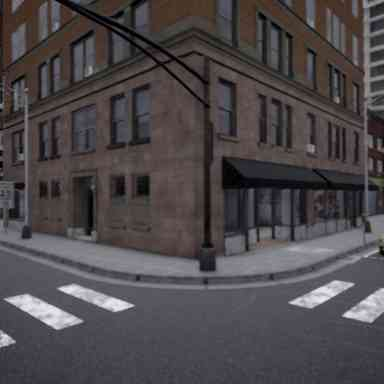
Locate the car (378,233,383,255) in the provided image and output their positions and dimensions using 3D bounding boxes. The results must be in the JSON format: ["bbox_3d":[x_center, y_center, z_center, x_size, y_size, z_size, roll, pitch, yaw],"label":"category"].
[{"bbox_3d":[8.537,1.588,12.797,1.752,1.417,4.829,-1,-1,43],"label":"car"}]
